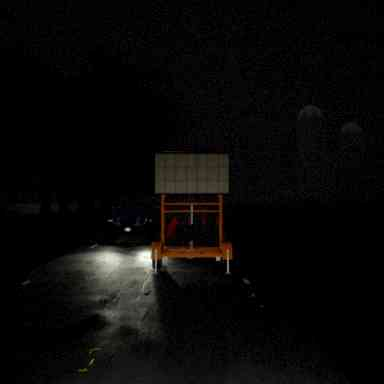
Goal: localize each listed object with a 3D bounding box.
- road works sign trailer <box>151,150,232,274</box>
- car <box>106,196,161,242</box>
[{"bbox_3d":[-0.004,0.482,10.560,2.380,3.560,2.880,0,0,0],"label":"road works sign trailer"},{"bbox_3d":[-2.757,1.261,17.051,2.150,2.045,5.566,0,0,0],"label":"car"}]
